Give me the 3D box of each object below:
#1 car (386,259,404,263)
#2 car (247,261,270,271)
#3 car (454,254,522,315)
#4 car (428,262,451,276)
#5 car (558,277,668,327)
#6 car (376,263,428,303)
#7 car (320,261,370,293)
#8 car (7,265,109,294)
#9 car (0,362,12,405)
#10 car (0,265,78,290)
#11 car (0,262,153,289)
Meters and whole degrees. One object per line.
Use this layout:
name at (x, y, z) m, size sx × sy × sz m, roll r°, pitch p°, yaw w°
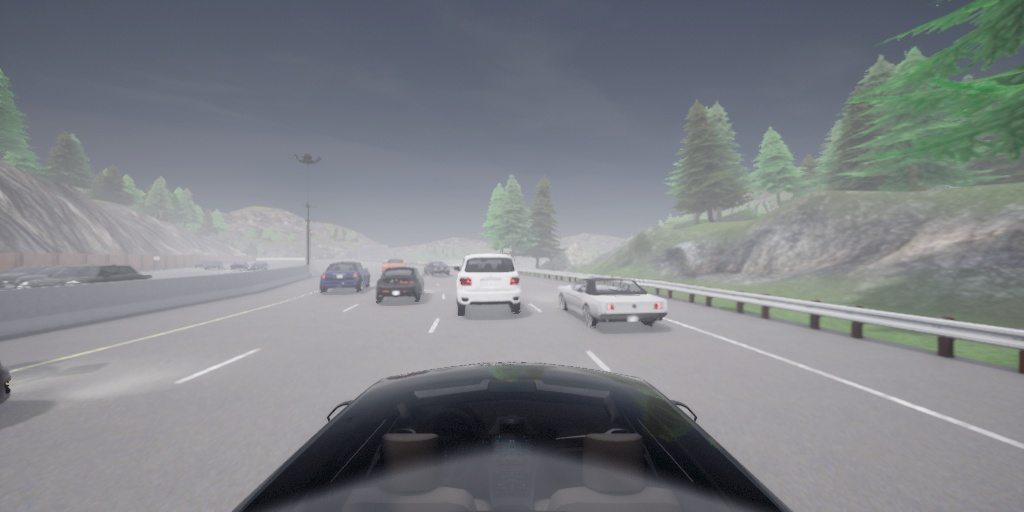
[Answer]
car at (-12.832, 1.100, 39.004) m, size 2.097 × 1.767 × 4.553 m, roll 0°, pitch 0°, yaw -26°
car at (-34.050, 1.388, 48.555) m, size 1.812 × 1.442 × 4.674 m, roll 0°, pitch 0°, yaw -29°
car at (-1.022, 0.951, 13.810) m, size 2.150 × 2.045 × 5.566 m, roll 0°, pitch 0°, yaw -8°
car at (-7.731, 1.267, 36.678) m, size 2.033 × 1.411 × 5.357 m, roll 0°, pitch 0°, yaw -24°
car at (2.824, 1.311, 11.312) m, size 1.895 × 1.301 × 4.718 m, roll 0°, pitch 0°, yaw -6°
car at (-5.172, 1.253, 16.969) m, size 1.837 × 1.490 × 4.892 m, roll 0°, pitch 0°, yaw -11°
car at (-9.749, 1.120, 21.254) m, size 2.097 × 1.767 × 4.553 m, roll 0°, pitch 0°, yaw -14°
car at (-28.760, 1.391, 23.006) m, size 1.837 × 1.490 × 4.892 m, roll 0°, pitch 0°, yaw -21°
car at (-7.090, 1.299, 2.308) m, size 1.837 × 1.490 × 4.892 m, roll 0°, pitch 0°, yaw 0°
car at (-33.424, 1.417, 25.164) m, size 1.837 × 1.490 × 4.892 m, roll 0°, pitch 0°, yaw -25°
car at (-19.558, 1.194, 16.563) m, size 2.097 × 1.767 × 4.553 m, roll 0°, pitch 0°, yaw -14°
